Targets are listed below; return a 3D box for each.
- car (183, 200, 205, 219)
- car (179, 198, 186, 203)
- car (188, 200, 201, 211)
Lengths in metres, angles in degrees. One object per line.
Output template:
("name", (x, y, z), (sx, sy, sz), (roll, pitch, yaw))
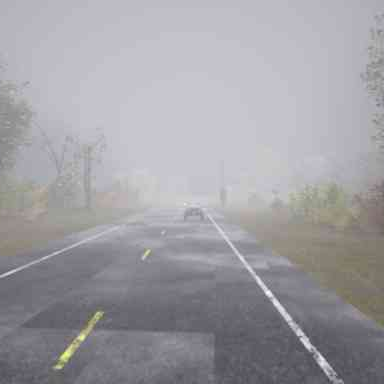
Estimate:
("car", (0.197, 1.818, 32.704), (1.812, 1.442, 4.674), (0, -1, 1))
("car", (-2.662, 2.336, 93.751), (1.837, 1.490, 4.892), (0, -1, 1))
("car", (0.318, 1.960, 48.759), (1.812, 1.442, 4.674), (0, 0, 0))
